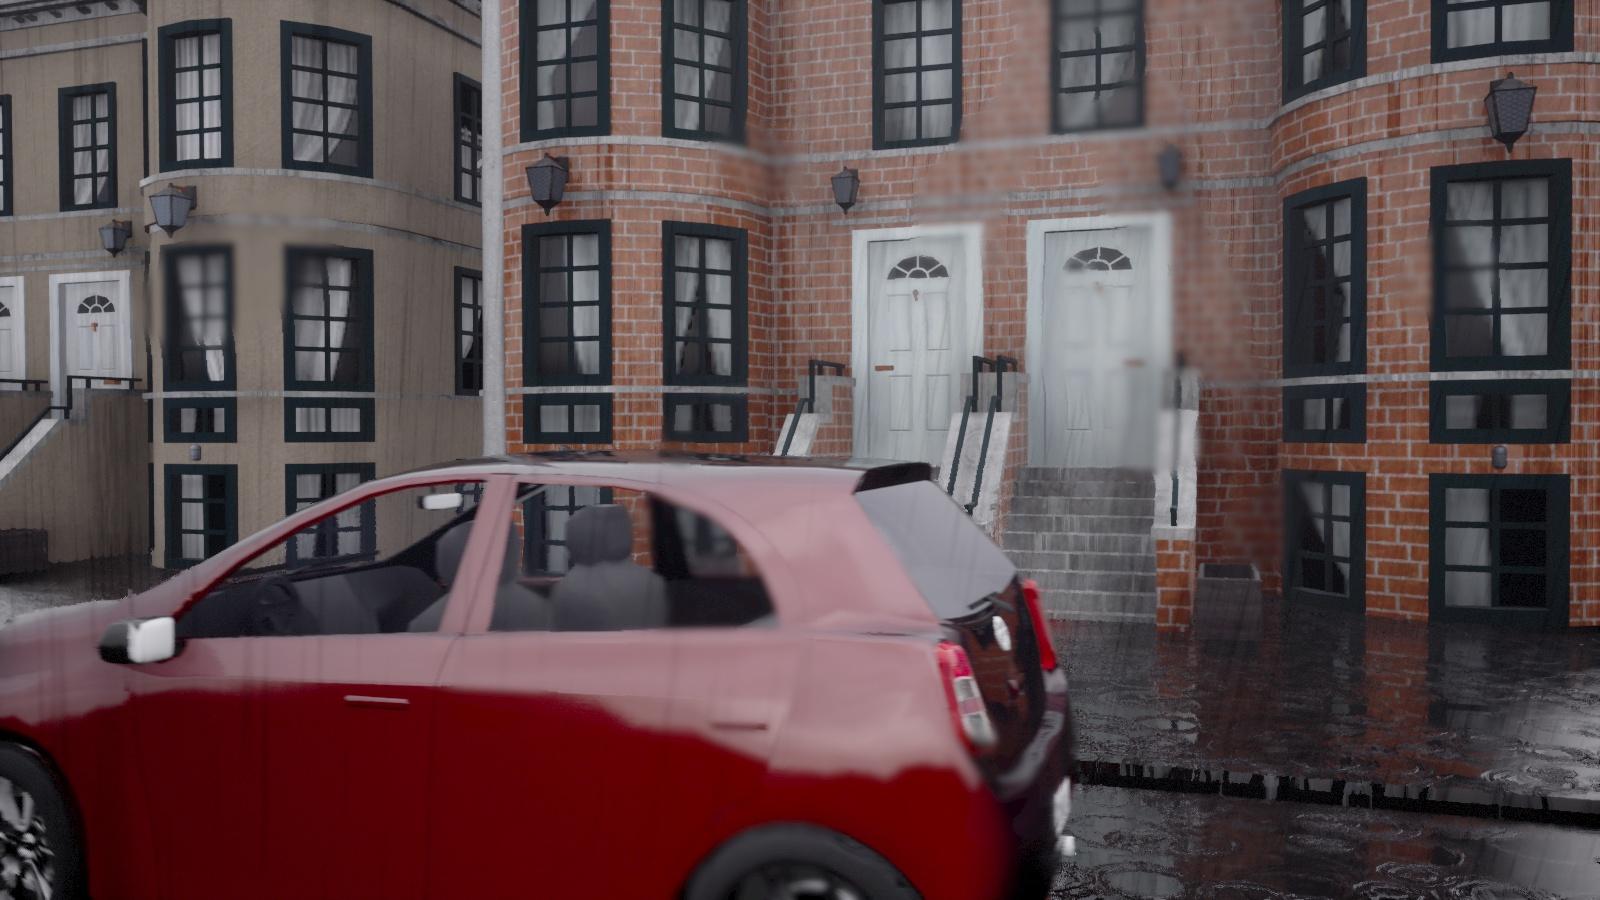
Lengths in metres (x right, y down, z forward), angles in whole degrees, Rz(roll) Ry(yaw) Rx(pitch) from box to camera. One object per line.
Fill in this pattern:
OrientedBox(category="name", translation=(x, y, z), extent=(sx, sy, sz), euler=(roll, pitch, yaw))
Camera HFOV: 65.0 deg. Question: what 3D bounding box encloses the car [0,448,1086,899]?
OrientedBox(category="car", translation=(-1.030, 0.771, 4.067), extent=(3.633, 1.501, 1.845), euler=(1, 1, 19))
